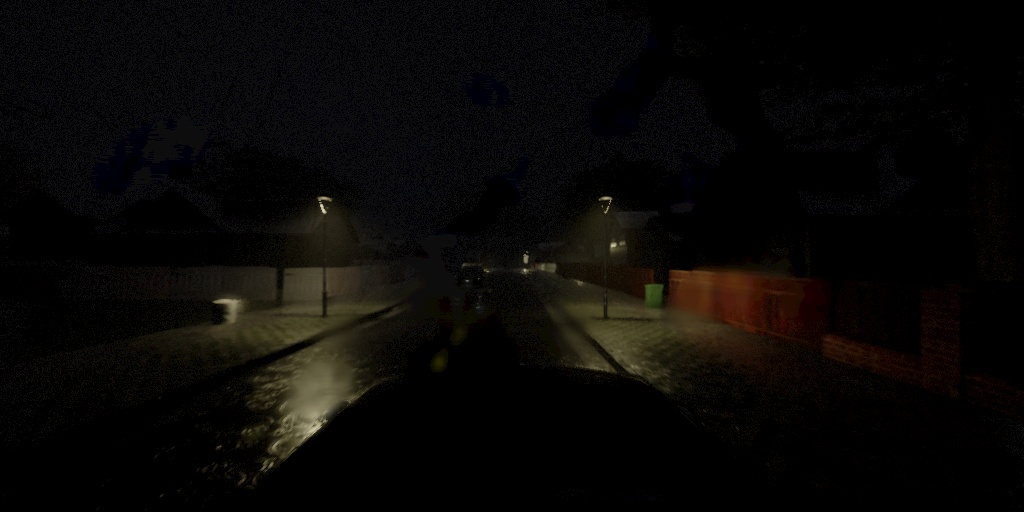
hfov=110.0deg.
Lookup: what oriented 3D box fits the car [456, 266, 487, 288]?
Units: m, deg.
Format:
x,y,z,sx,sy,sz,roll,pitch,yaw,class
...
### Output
x,y,z,sx,sy,sz,roll,pitch,yaw,class
-2.858,1.465,25.870,1.837,1.490,4.892,0,-1,0,car
